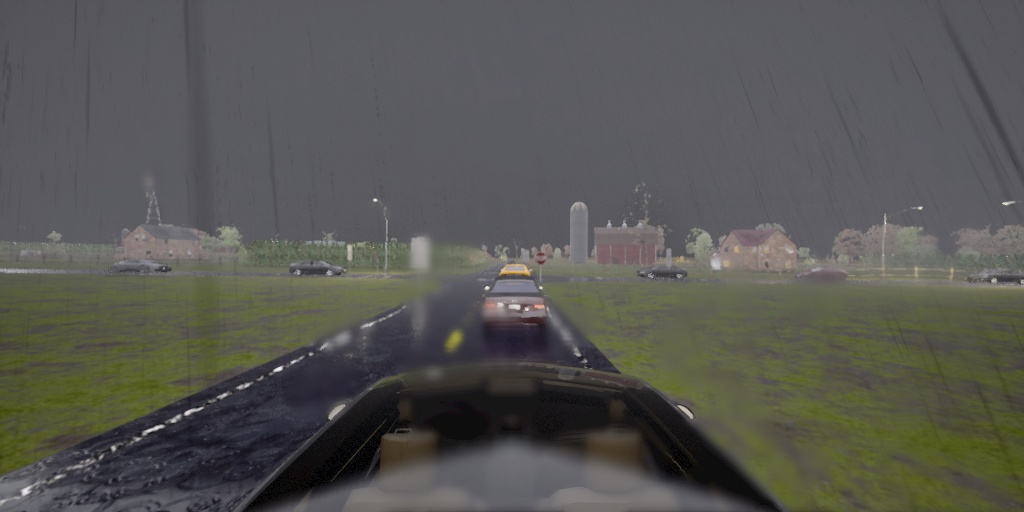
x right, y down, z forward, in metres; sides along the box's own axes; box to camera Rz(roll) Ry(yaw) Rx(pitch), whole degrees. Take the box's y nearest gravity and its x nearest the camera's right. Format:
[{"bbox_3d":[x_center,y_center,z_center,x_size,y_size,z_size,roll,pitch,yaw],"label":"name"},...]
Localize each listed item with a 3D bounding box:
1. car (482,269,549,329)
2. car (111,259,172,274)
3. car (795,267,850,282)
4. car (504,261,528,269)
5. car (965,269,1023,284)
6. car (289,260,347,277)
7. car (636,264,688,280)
[{"bbox_3d":[0.086,1.324,11.395,2.033,1.411,5.357,0,0,0],"label":"car"},{"bbox_3d":[-34.063,0.945,33.034,4.181,1.385,1.994,1,0,0],"label":"car"},{"bbox_3d":[31.383,1.822,36.295,4.674,1.442,1.812,1,0,0],"label":"car"},{"bbox_3d":[0.283,1.290,23.184,1.882,1.535,5.008,0,0,3],"label":"car"},{"bbox_3d":[49.070,2.071,36.286,4.892,1.490,1.837,1,0,0],"label":"car"},{"bbox_3d":[-17.869,1.128,33.110,4.892,1.490,1.837,1,0,0],"label":"car"},{"bbox_3d":[15.119,1.580,36.220,4.892,1.490,1.837,1,0,0],"label":"car"}]
